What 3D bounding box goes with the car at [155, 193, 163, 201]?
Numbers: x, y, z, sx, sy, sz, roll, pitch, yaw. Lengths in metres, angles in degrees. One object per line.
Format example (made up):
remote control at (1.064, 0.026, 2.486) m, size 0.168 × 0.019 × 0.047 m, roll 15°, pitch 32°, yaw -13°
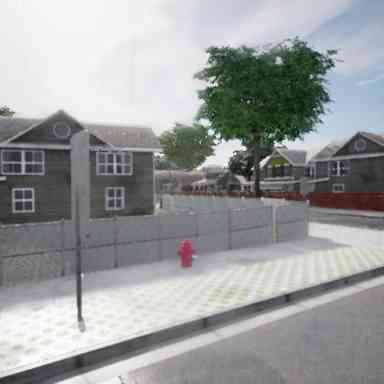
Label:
car at (-6.107, 0.926, 56.194) m, size 1.837 × 1.490 × 4.892 m, roll -1°, pitch 1°, yaw -22°
